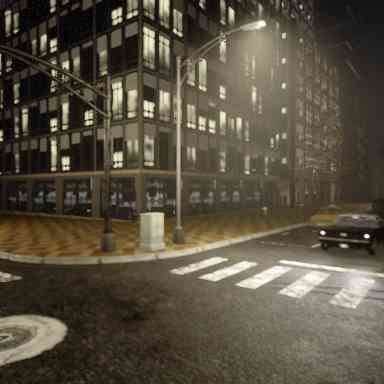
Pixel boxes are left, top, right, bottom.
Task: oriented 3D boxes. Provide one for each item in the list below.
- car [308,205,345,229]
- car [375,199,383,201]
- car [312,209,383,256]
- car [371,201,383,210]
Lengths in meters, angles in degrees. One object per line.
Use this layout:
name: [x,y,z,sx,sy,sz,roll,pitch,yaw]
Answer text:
car: [8.494,1.474,20.301,1.752,1.417,4.829,0,0,37]
car: [22.042,1.494,38.545,1.947,1.339,4.313,0,0,37]
car: [6.614,1.571,13.413,1.895,1.301,4.718,0,0,37]
car: [12.377,1.511,21.184,2.033,1.411,5.357,0,0,36]
